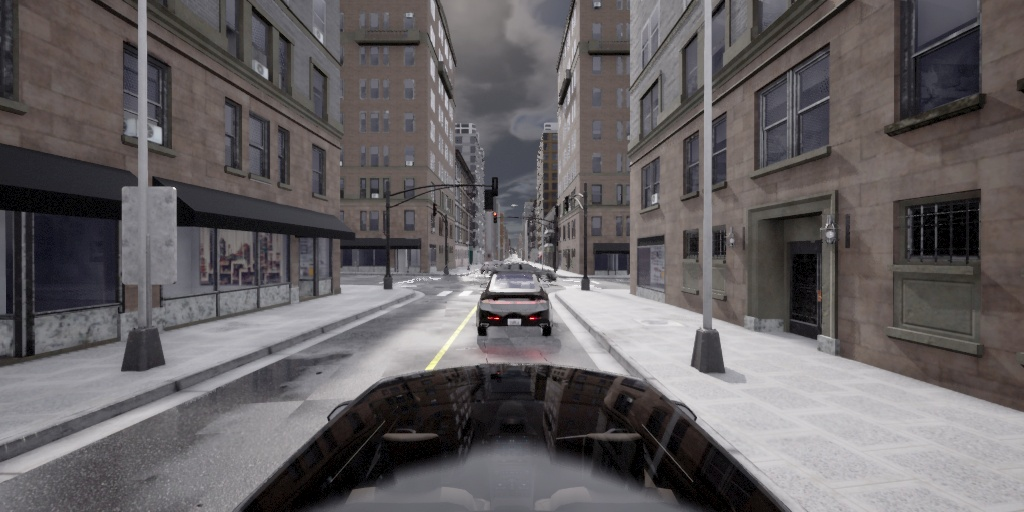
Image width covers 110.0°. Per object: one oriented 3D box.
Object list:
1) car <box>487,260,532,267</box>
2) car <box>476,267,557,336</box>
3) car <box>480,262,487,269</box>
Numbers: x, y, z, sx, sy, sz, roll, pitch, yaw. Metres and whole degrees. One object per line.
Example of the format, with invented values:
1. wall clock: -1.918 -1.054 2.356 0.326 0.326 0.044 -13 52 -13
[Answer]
1. car: 0.841 1.283 26.243 4.892 1.490 1.837 0 0 0
2. car: 0.074 1.243 10.348 2.128 1.511 4.902 0 0 1
3. car: -2.719 1.372 44.002 1.994 1.385 4.181 0 0 1
